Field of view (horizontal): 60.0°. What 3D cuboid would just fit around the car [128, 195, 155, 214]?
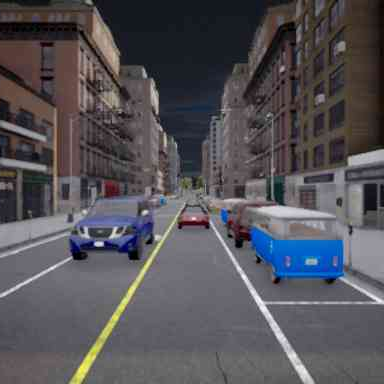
[{"bbox_3d":[-5.387,1.304,36.370,2.192,1.841,5.009,0,0,0],"label":"car"}]

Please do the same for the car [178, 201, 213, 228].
[{"bbox_3d":[0.104,1.557,22.085,1.994,1.385,4.181,0,0,0],"label":"car"}]

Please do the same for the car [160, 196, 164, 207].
[{"bbox_3d":[-5.382,1.568,47.183,1.802,1.307,4.206,0,0,0],"label":"car"}]

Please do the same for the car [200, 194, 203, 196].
[{"bbox_3d":[2.657,1.508,58.165,1.752,1.417,4.829,0,0,0],"label":"car"}]

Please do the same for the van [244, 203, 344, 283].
[{"bbox_3d":[2.692,1.339,9.339,1.690,1.788,3.998,0,0,0],"label":"van"}]

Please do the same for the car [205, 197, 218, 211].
[{"bbox_3d":[2.673,1.514,36.540,1.752,1.417,4.829,0,0,0],"label":"car"}]

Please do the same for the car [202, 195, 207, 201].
[{"bbox_3d":[2.669,1.428,41.776,1.967,1.590,4.097,0,0,0],"label":"car"}]

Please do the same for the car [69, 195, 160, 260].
[{"bbox_3d":[-2.754,1.220,12.764,2.150,2.045,5.566,0,0,1],"label":"car"}]

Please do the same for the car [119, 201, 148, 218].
[{"bbox_3d":[-5.390,1.557,30.964,1.947,1.339,4.313,0,0,0],"label":"car"}]

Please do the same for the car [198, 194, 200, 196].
[{"bbox_3d":[2.653,1.533,63.401,2.008,1.369,4.403,0,0,0],"label":"car"}]

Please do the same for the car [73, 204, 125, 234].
[{"bbox_3d":[-5.395,1.519,19.983,1.752,1.417,4.829,0,0,0],"label":"car"}]

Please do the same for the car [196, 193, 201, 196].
[{"bbox_3d":[2.657,1.525,90.277,2.008,1.369,4.403,0,0,0],"label":"car"}]

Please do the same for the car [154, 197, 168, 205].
[{"bbox_3d":[-5.377,1.534,57.996,2.008,1.369,4.403,0,0,0],"label":"car"}]

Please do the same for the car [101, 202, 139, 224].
[{"bbox_3d":[-5.392,1.543,25.558,2.008,1.369,4.403,0,0,0],"label":"car"}]

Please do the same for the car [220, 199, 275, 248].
[{"bbox_3d":[2.688,1.311,14.746,2.192,1.841,5.009,0,0,0],"label":"car"}]

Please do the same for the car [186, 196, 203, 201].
[{"bbox_3d":[0.109,1.551,43.111,1.994,1.385,4.181,0,0,0],"label":"car"}]

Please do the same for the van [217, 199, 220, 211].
[{"bbox_3d":[2.684,1.335,20.152,1.690,1.788,3.998,0,0,0],"label":"van"}]

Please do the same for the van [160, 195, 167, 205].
[{"bbox_3d":[-5.380,1.325,52.589,1.690,1.788,3.998,0,0,0],"label":"van"}]
